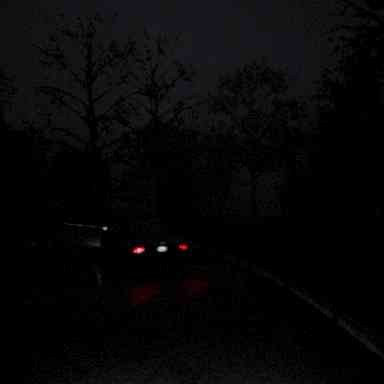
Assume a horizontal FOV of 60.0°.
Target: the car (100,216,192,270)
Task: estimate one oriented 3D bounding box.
[{"bbox_3d":[-1.767,1.513,11.017,2.033,1.411,5.357,1,0,-23],"label":"car"}]
